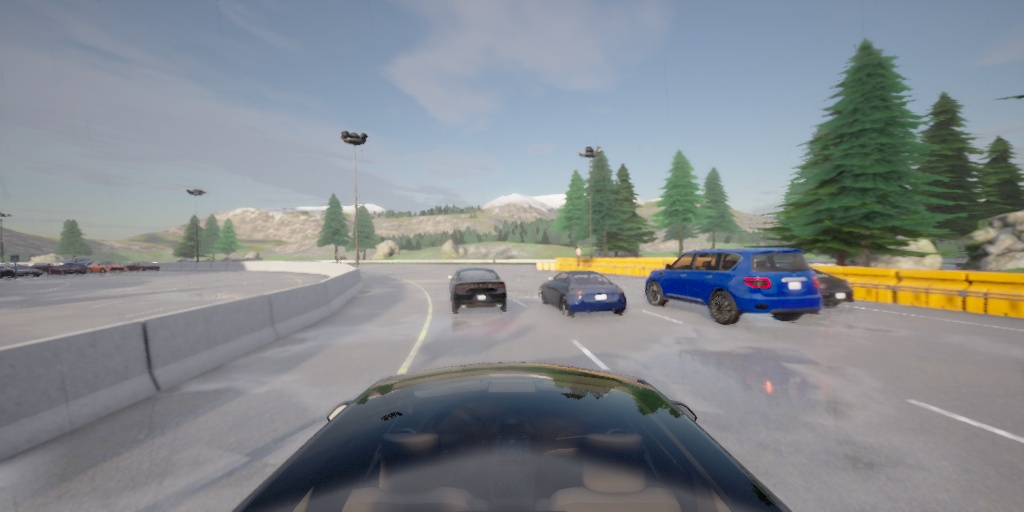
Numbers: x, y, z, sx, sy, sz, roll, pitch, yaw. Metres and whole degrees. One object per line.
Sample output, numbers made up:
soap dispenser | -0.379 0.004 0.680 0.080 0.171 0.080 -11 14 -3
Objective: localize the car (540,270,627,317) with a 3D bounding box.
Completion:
car | 2.325 1.185 12.701 1.994 1.385 4.181 -1 1 -10

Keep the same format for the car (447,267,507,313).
car | -1.420 1.153 13.855 1.882 1.535 5.008 -1 1 -11

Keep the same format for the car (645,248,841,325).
car | 6.362 0.787 11.204 2.150 2.045 5.566 -1 0 -8

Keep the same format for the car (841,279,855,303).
car | 9.553 1.016 13.092 1.812 1.442 4.674 -1 1 -9
